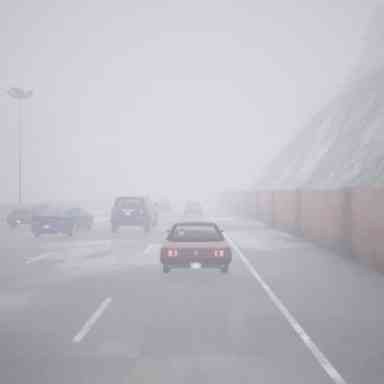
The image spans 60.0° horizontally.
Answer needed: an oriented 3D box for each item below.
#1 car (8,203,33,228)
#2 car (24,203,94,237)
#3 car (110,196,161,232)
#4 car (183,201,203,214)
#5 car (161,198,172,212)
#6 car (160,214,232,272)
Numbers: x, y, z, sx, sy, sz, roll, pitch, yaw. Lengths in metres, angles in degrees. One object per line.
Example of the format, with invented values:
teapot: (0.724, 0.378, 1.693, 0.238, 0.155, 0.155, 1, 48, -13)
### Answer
car: (-10.400, 1.525, 22.356, 1.837, 1.490, 4.892, 0, 0, 0)
car: (-6.899, 1.494, 18.249, 1.882, 1.535, 5.008, 0, 0, 0)
car: (-3.399, 1.239, 20.290, 2.150, 2.045, 5.566, 0, 0, 0)
car: (0.102, 1.576, 32.151, 2.033, 1.411, 5.357, 0, 0, 0)
car: (-3.399, 1.512, 39.100, 1.882, 1.535, 5.008, 0, 0, 0)
car: (0.101, 1.610, 10.795, 1.895, 1.301, 4.718, 0, 0, 0)
